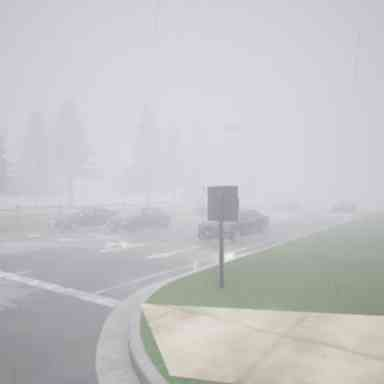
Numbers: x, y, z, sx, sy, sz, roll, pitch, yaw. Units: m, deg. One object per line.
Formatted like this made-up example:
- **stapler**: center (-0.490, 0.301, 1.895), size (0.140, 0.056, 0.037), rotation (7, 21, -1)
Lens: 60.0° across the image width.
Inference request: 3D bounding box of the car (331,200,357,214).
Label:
- **car**: center (17.069, 1.648, 37.173), size (2.033, 1.411, 5.357), rotation (-1, -1, 36)

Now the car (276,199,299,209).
- **car**: center (14.963, 1.838, 51.927), size (1.895, 1.301, 4.718), rotation (-1, -1, 36)

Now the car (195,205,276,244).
- **car**: center (2.248, 1.583, 16.956), size (1.882, 1.535, 5.008), rotation (-1, 0, 36)

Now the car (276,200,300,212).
- **car**: center (12.120, 1.742, 42.252), size (2.033, 1.411, 5.357), rotation (-1, -1, 36)

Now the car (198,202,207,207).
- **car**: center (2.303, 1.594, 34.801), size (2.097, 1.767, 4.553), rotation (-1, 0, 36)

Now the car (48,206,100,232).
- **car**: center (-7.000, 1.737, 22.096), size (2.128, 1.511, 4.902), rotation (-1, -1, 36)

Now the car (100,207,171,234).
- **car**: center (-3.264, 1.724, 21.240), size (1.812, 1.442, 4.674), rotation (-1, 0, 36)
